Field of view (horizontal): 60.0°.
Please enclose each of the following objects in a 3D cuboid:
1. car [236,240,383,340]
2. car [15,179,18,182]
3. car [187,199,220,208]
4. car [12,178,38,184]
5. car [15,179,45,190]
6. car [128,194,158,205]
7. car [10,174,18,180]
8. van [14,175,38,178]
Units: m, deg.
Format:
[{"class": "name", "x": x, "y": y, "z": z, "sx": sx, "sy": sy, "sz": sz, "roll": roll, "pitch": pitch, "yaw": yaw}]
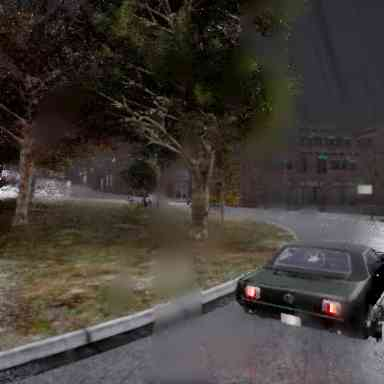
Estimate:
[{"class": "car", "x": 2.839, "y": 1.634, "z": 6.741, "sx": 1.895, "sy": 1.301, "sz": 4.718, "roll": -1, "pitch": 0, "yaw": 38}, {"class": "car", "x": -34.663, "y": -1.480, "z": 71.607, "sx": 2.002, "sy": 1.452, "sz": 4.674, "roll": 7, "pitch": 5, "yaw": 39}, {"class": "car", "x": 1.547, "y": 1.247, "z": 42.924, "sx": 4.902, "sy": 1.511, "sz": 2.128, "roll": 3, "pitch": 2, "yaw": 42}, {"class": "car", "x": -36.351, "y": -1.786, "z": 74.052, "sx": 1.946, "sy": 1.575, "sz": 5.366, "roll": 7, "pitch": 5, "yaw": 39}, {"class": "car", "x": -33.098, "y": -1.253, "z": 69.008, "sx": 2.231, "sy": 1.521, "sz": 4.892, "roll": 6, "pitch": 5, "yaw": 39}, {"class": "car", "x": -6.351, "y": 0.944, "z": 44.253, "sx": 4.674, "sy": 1.442, "sz": 1.812, "roll": 3, "pitch": 1, "yaw": 26}, {"class": "car", "x": -39.383, "y": -2.568, "z": 79.342, "sx": 2.435, "sy": 2.045, "sz": 5.566, "roll": 7, "pitch": 5, "yaw": 39}, {"class": "van", "x": -37.726, "y": -2.280, "z": 76.869, "sx": 1.878, "sy": 1.987, "sz": 4.442, "roll": 6, "pitch": 5, "yaw": 39}]
